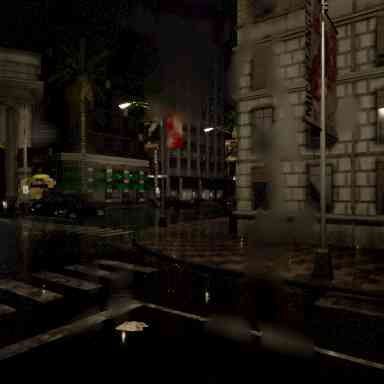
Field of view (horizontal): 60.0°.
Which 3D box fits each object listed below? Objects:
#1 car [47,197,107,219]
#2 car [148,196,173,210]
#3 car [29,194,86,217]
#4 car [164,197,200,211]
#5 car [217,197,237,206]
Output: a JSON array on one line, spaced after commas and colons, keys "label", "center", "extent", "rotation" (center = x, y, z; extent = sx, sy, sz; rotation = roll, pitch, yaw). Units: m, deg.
[{"label": "car", "center": [-9.768, 1.505, 29.291], "extent": [1.837, 1.490, 4.892], "rotation": [0, 0, 36]}, {"label": "car", "center": [-3.597, 1.352, 43.634], "extent": [2.097, 1.767, 4.553], "rotation": [0, 0, 37]}, {"label": "car", "center": [-12.442, 1.221, 31.571], "extent": [2.150, 2.045, 5.566], "rotation": [0, 0, 36]}, {"label": "car", "center": [-1.071, 1.601, 41.217], "extent": [1.895, 1.301, 4.718], "rotation": [0, 0, 37]}, {"label": "car", "center": [6.533, 1.547, 55.504], "extent": [5.357, 1.411, 2.033], "rotation": [0, 0, -41]}]
